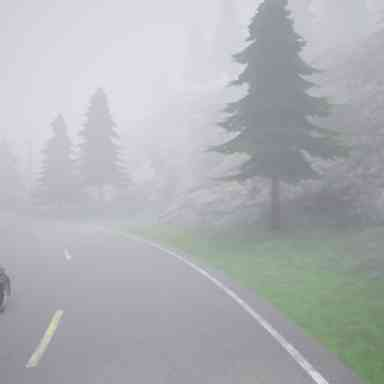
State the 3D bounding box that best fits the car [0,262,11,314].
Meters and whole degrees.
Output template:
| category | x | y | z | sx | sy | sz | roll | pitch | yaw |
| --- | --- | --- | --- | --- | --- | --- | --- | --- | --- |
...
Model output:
| category | x | y | z | sx | sy | sz | roll | pitch | yaw |
| --- | --- | --- | --- | --- | --- | --- | --- | --- | --- |
| car | -4.217 | 1.610 | 4.700 | 1.994 | 1.385 | 4.181 | -1 | 0 | -10 |
